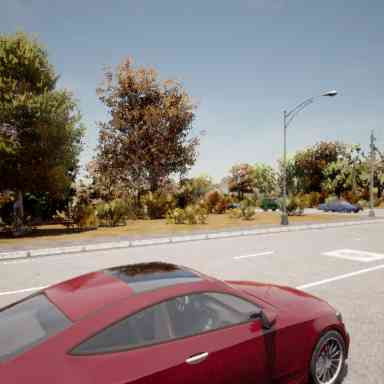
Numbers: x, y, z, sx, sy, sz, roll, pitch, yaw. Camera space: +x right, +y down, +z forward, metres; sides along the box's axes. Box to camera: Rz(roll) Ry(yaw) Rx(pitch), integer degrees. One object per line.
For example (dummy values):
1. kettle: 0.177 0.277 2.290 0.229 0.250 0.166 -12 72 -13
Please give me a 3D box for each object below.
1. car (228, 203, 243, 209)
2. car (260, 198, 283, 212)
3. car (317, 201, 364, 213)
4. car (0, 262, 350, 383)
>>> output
1. car: 7.222 2.656 57.927 2.128 1.511 4.902 0 -3 -32
2. car: 12.605 1.867 49.302 2.150 2.045 5.566 0 -3 -32
3. car: 18.016 1.815 40.650 2.033 1.411 5.357 0 -2 -32
4. car: -0.234 1.526 3.577 4.674 1.442 1.812 0 0 -35
